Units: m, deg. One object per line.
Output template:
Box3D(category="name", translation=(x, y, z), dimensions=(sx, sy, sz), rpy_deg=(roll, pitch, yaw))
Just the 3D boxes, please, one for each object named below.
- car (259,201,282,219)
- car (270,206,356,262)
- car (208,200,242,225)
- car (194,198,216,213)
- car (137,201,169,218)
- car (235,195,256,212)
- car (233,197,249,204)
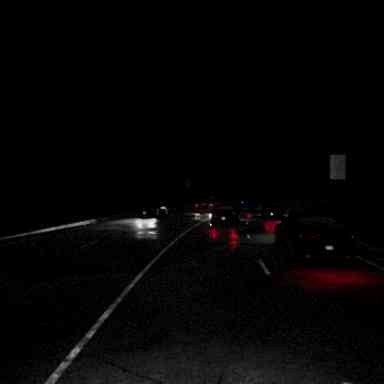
Box3D(category="car", translation=(7.232, 1.608, 30.295), dimensions=(1.837, 1.490, 4.892), rpy_deg=(0, 0, 12))
Box3D(category="car", translation=(4.335, 1.522, 12.403), dimensions=(1.882, 1.535, 5.008), rpy_deg=(0, 0, 5))
Box3D(category="car", translation=(2.514, 1.598, 24.649), dimensions=(1.812, 1.442, 4.674), rpy_deg=(0, 0, 10))
Box3D(category="car", translation=(1.767, 1.454, 38.022), dimensions=(2.097, 1.767, 4.553), rpy_deg=(0, 0, 16))
Box3D(category="car", translation=(-3.574, 1.558, 30.927), dimensions=(2.128, 1.511, 4.902), rpy_deg=(0, 0, 12))
Box3D(category="car", translation=(6.767, 1.352, 42.083), dimensions=(2.150, 2.045, 5.566), rpy_deg=(0, 0, 17))
Box3D(category="car", translation=(10.264, 1.689, 69.380), dimensions=(1.812, 1.442, 4.674), rpy_deg=(0, 0, 26))
